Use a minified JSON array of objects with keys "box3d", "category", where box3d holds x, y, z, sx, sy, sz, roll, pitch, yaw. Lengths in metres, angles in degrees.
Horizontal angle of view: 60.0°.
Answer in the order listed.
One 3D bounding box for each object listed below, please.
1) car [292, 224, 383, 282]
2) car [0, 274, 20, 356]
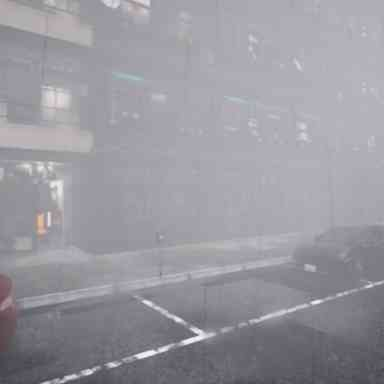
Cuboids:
[{"box3d":[4.913,1.664,10.085,4.313,1.339,1.947,1,-1,-36],"category":"car"},{"box3d":[-4.338,1.529,3.477,4.507,1.381,1.887,1,-1,-36],"category":"car"}]
